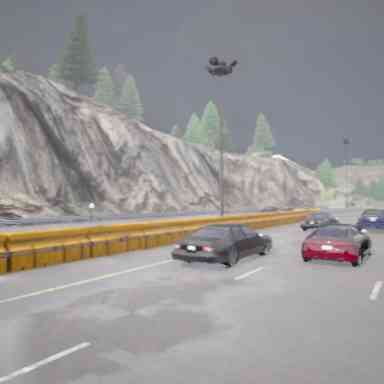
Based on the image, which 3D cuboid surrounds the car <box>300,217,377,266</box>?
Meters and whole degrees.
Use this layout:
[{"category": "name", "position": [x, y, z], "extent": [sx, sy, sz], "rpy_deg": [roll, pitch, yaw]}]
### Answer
[{"category": "car", "position": [5.813, 1.930, 13.157], "extent": [1.994, 1.385, 4.181], "rpy_deg": [-2, -2, 35]}]

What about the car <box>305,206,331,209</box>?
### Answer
[{"category": "car", "position": [21.902, 3.108, 56.554], "extent": [5.357, 1.411, 2.033], "rpy_deg": [1, -2, -44]}]

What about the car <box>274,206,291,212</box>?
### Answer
[{"category": "car", "position": [17.839, 3.283, 62.354], "extent": [4.674, 1.442, 1.812], "rpy_deg": [1, -2, -44]}]

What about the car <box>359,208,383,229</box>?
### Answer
[{"category": "car", "position": [13.941, 2.023, 25.109], "extent": [2.097, 1.767, 4.553], "rpy_deg": [-2, -2, 35]}]

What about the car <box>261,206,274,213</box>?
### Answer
[{"category": "car", "position": [15.279, 3.402, 64.705], "extent": [4.181, 1.385, 1.994], "rpy_deg": [1, -2, -45]}]

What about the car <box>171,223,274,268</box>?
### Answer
[{"category": "car", "position": [1.414, 1.933, 12.948], "extent": [2.033, 1.411, 5.357], "rpy_deg": [-2, -2, 34]}]

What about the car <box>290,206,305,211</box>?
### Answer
[{"category": "car", "position": [20.177, 3.266, 59.745], "extent": [4.718, 1.301, 1.895], "rpy_deg": [1, -2, -44]}]

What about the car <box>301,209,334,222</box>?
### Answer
[{"category": "car", "position": [9.832, 2.252, 25.364], "extent": [2.033, 1.411, 5.357], "rpy_deg": [-2, -2, 35]}]
